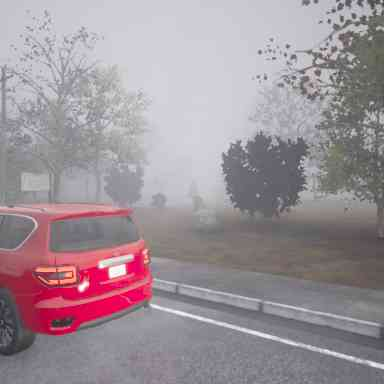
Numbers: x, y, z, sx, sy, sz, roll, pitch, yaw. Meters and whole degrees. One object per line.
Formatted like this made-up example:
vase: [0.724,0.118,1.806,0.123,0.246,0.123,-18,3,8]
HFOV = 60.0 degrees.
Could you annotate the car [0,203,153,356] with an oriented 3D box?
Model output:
car: [-3.250,1.221,6.298,5.566,2.045,2.150,0,0,35]
